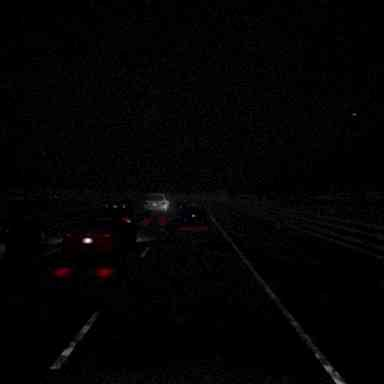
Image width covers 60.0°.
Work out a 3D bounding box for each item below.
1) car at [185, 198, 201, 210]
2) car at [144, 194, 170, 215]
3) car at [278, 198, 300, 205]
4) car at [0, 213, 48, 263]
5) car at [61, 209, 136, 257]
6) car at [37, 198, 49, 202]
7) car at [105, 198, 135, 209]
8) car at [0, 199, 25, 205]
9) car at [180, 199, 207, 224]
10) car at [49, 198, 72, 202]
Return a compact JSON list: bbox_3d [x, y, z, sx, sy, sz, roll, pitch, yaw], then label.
[{"bbox_3d":[0.104,1.525,42.898,1.994,1.385,4.181,0,0,0],"label":"car"},{"bbox_3d":[-3.408,1.197,33.136,2.150,2.045,5.566,0,0,0],"label":"car"},{"bbox_3d":[15.797,1.296,53.716,1.812,1.442,4.674,0,-1,-18],"label":"car"},{"bbox_3d":[-6.899,1.500,11.898,1.837,1.490,4.892,0,0,0],"label":"car"},{"bbox_3d":[-3.399,1.559,12.854,1.994,1.385,4.181,0,0,0],"label":"car"},{"bbox_3d":[-21.069,1.556,48.954,1.895,1.301,4.718,0,0,0],"label":"car"},{"bbox_3d":[-6.897,1.329,32.069,2.097,1.767,4.553,0,0,0],"label":"car"},{"bbox_3d":[-24.577,1.561,44.927,1.895,1.301,4.718,0,0,0],"label":"car"},{"bbox_3d":[0.103,1.462,25.034,1.882,1.535,5.008,0,0,0],"label":"car"},{"bbox_3d":[-17.575,1.522,46.169,1.994,1.385,4.181,0,0,0],"label":"car"}]
